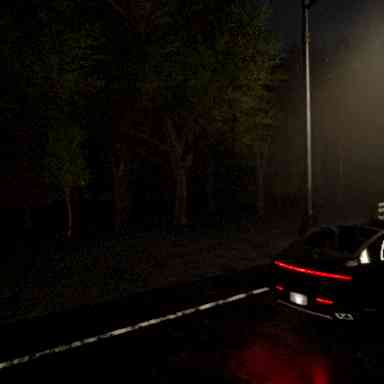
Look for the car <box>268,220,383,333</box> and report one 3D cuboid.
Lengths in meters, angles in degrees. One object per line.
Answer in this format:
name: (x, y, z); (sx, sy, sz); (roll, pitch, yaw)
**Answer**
car: (3.578, 1.305, 6.417); (4.892, 1.490, 1.837); (-2, 1, -35)
